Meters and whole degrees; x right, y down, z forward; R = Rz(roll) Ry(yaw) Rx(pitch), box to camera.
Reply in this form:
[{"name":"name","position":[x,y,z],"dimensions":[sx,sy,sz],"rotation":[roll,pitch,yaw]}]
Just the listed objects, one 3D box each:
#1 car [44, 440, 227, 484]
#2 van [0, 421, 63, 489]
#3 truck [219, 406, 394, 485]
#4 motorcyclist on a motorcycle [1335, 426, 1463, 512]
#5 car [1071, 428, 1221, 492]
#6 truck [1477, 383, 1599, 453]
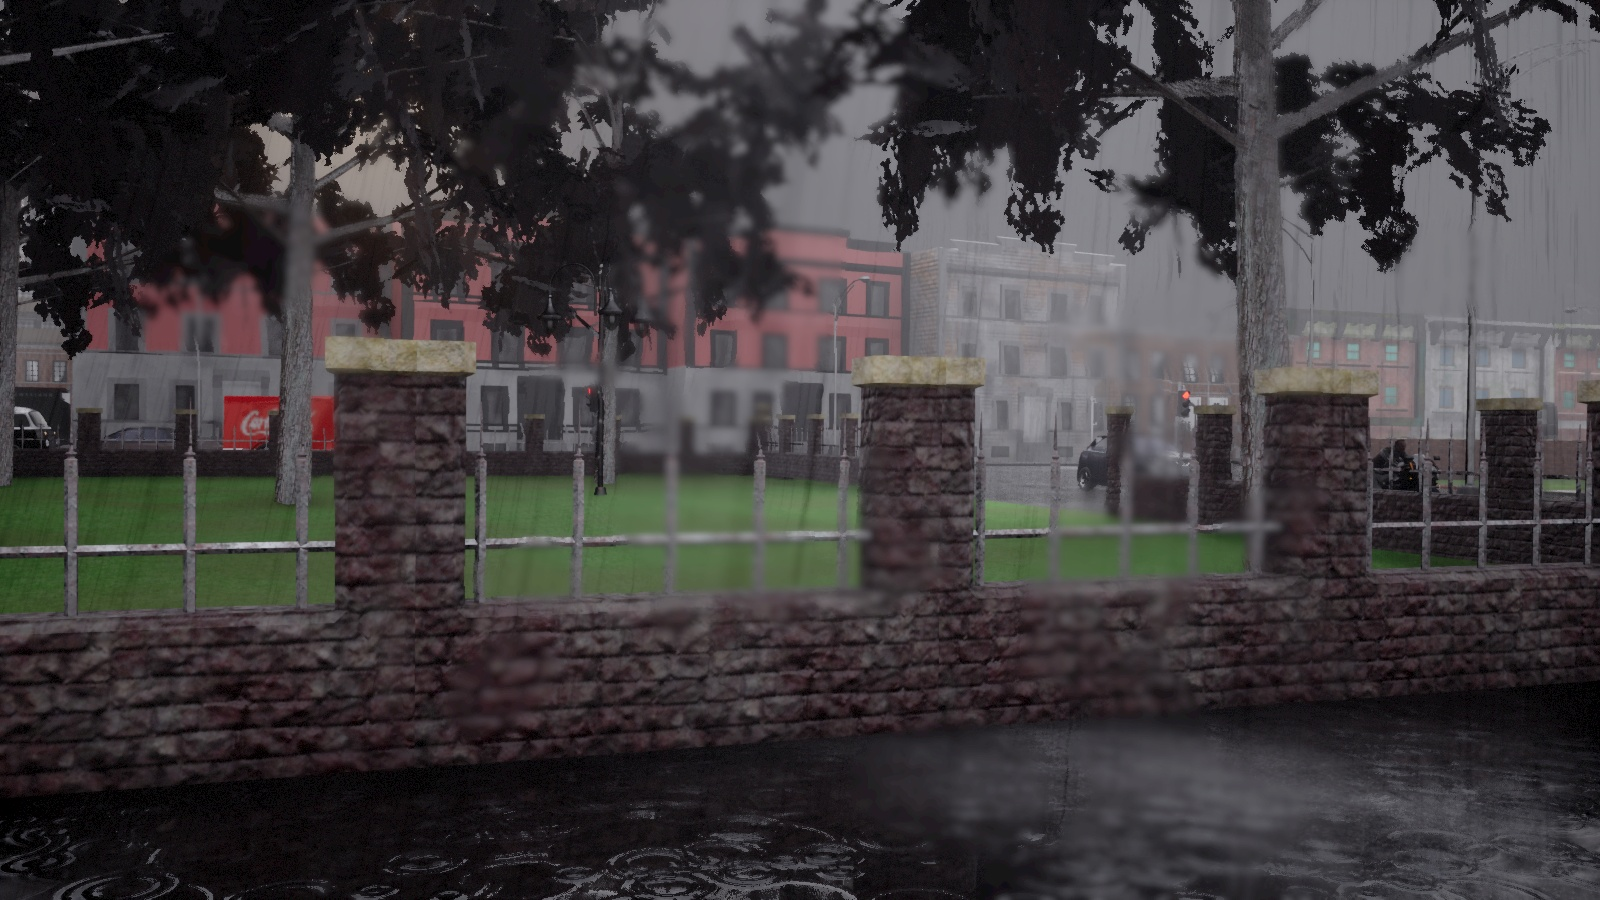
[{"name":"car","position":[-22.982,0.383,43.666],"dimensions":[5.357,1.411,2.033],"rotation":[-1,1,-19]},{"name":"van","position":[-25.457,0.169,38.585],"dimensions":[4.480,2.038,2.069],"rotation":[-1,1,-19]},{"name":"truck","position":[-16.271,-0.192,41.748],"dimensions":[5.204,2.467,2.627],"rotation":[-1,1,-18]},{"name":"motorcyclist on a motorcycle","position":[11.227,0.327,23.635],"dimensions":[0.866,1.530,2.191],"rotation":[-1,1,-21]},{"name":"car","position":[8.567,0.208,31.409],"dimensions":[1.845,1.501,3.633],"rotation":[-1,1,-20]},{"name":"truck","position":[39.333,-1.667,65.019],"dimensions":[7.936,3.462,2.891],"rotation":[-1,1,-19]}]
